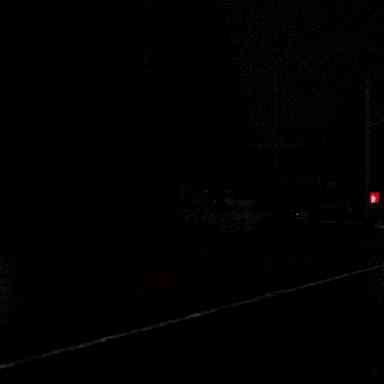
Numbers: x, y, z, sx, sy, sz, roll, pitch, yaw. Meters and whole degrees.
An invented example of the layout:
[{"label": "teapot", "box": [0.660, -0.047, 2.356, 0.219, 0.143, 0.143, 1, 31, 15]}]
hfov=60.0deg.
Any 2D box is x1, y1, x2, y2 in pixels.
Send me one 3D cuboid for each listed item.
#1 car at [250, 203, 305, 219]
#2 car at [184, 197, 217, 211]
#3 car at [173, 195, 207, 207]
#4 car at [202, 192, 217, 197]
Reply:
[{"label": "car", "box": [7.460, 1.616, 29.243, 1.895, 1.301, 4.718, 0, 0, -37]}, {"label": "car", "box": [1.402, 1.579, 37.263, 1.994, 1.385, 4.181, 0, 0, -37]}, {"label": "car", "box": [-0.695, 1.506, 46.137, 2.128, 1.511, 4.902, 0, 0, -37]}, {"label": "car", "box": [5.002, 1.112, 92.341, 1.932, 1.855, 4.605, 0, 0, -37]}]
